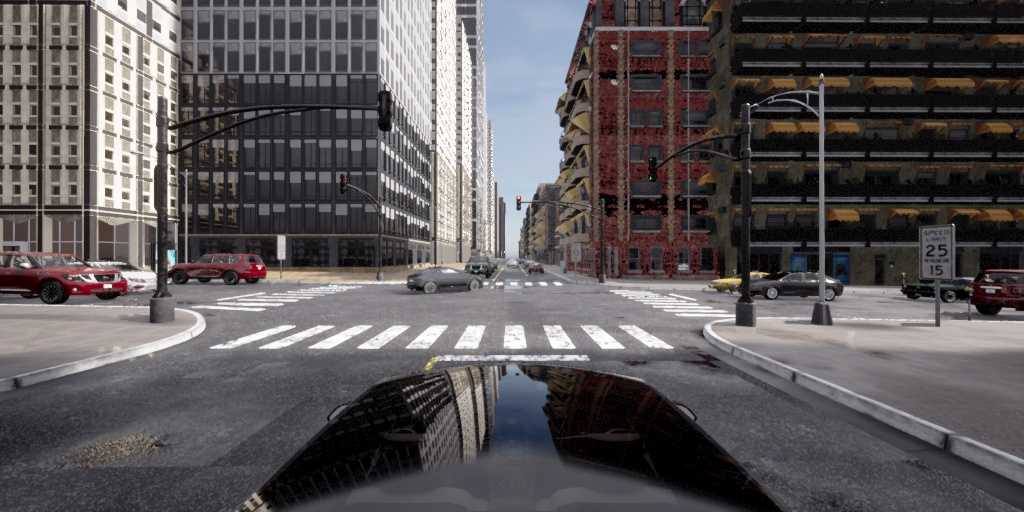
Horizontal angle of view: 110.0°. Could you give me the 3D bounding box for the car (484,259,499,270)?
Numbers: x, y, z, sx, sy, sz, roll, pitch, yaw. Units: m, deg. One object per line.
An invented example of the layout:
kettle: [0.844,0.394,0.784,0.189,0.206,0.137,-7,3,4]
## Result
car: [-3.064,1.242,53.915,1.882,1.535,5.008,0,0,0]

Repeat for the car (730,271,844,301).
car: [14.922,1.561,19.344,4.892,1.490,1.837,1,0,2]

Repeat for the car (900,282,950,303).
car: [24.213,1.826,19.451,4.718,1.301,1.895,1,0,-1]

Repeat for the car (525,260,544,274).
car: [2.759,1.339,41.665,1.802,1.307,4.207,0,0,0]

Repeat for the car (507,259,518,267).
car: [0.135,1.297,64.871,1.812,1.442,4.674,0,0,0]

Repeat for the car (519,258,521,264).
car: [2.718,1.318,60.230,2.007,1.370,4.403,0,0,0]

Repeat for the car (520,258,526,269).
car: [2.715,1.315,54.582,2.007,1.370,4.403,0,0,0]

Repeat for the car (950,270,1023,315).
car: [20.604,1.460,13.663,5.009,1.841,2.192,0,0,0]

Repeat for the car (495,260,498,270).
car: [-3.074,1.284,43.642,1.812,1.442,4.674,0,0,0]

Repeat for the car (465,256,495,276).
car: [-3.085,0.975,33.568,2.150,2.045,5.566,0,0,0]

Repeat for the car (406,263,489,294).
car: [-3.681,1.279,19.795,4.181,1.385,1.994,1,0,-41]

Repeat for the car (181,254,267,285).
car: [-17.701,0.775,21.694,5.009,1.841,2.192,0,0,0]

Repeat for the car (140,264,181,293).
car: [-17.996,0.966,15.910,4.674,1.442,1.812,1,0,-1]

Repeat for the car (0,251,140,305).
car: [-17.570,0.757,13.315,5.009,1.841,2.192,0,0,0]

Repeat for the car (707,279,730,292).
car: [14.640,1.586,21.962,4.829,1.417,1.751,0,0,0]
